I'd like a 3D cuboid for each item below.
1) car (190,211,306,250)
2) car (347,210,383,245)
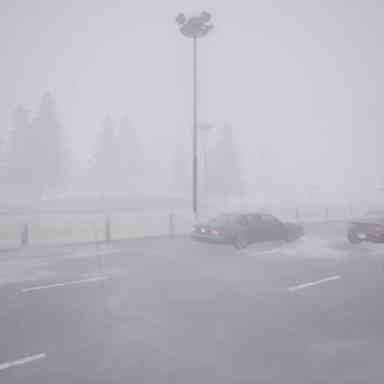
[{"bbox_3d":[2.496,1.530,14.198,5.357,1.411,2.033,0,0,-35],"label":"car"},{"bbox_3d":[8.394,1.504,14.068,4.674,1.442,1.812,0,0,-35],"label":"car"}]
